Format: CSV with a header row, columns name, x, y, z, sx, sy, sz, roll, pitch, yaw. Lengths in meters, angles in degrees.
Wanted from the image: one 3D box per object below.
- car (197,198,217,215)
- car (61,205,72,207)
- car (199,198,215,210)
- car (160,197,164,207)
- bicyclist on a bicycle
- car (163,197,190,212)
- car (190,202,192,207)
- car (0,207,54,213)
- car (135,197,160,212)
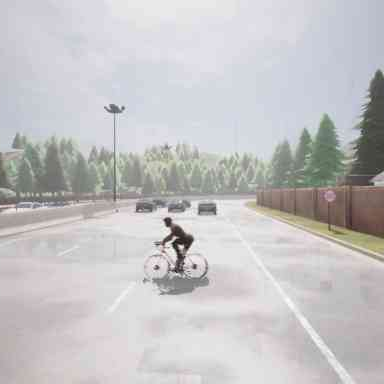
name,x,y,z,sx,sy,sz,roll,pitch,yaw
car,1.575,1.491,34.492,2.128,1.511,4.902,0,0,3
car,-12.744,1.564,31.366,1.994,1.385,4.181,0,0,3
car,2.039,1.547,44.843,2.033,1.411,5.357,0,0,3
car,-4.768,1.505,48.989,1.837,1.490,4.892,0,0,4
bicyclist on a bicycle,-0.429,1.455,8.489,1.656,1.620,0.582,-2,0,3
car,-1.741,1.547,39.113,2.033,1.411,5.357,0,0,3
car,-1.212,1.526,49.626,1.812,1.442,4.674,0,0,4
car,-12.920,1.525,26.043,1.812,1.442,4.674,0,0,3
car,-5.271,1.505,38.576,1.837,1.490,4.892,0,0,3
